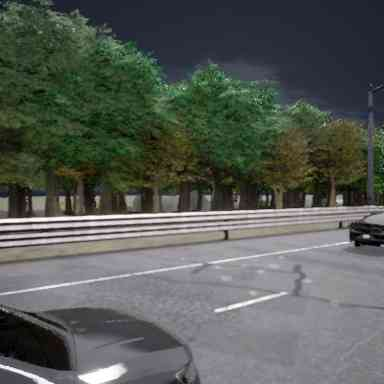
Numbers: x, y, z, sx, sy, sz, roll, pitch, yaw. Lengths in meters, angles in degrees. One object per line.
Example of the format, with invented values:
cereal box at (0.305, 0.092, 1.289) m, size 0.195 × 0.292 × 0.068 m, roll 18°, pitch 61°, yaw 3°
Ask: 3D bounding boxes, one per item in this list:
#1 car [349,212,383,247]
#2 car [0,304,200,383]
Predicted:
car at (8.744, 1.585, 14.266) m, size 5.008 × 1.535 × 1.882 m, roll 1°, pitch 0°, yaw -35°
car at (-2.165, 1.501, 2.201) m, size 4.892 × 1.490 × 1.837 m, roll 0°, pitch 0°, yaw -36°
